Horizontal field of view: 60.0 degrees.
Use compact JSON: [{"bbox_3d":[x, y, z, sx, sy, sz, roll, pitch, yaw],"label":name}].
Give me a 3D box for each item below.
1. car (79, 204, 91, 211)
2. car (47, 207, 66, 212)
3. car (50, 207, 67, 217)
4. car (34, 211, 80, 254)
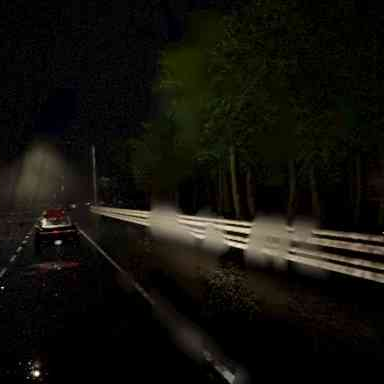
[{"bbox_3d":[-24.840,3.571,78.359,2.033,1.411,5.357,-3,-1,2],"label":"car"},{"bbox_3d":[-14.720,2.569,35.587,1.882,1.535,5.008,-2,-1,-23],"label":"car"},{"bbox_3d":[-21.680,3.171,54.233,1.994,1.385,4.181,-2,-1,-15],"label":"car"},{"bbox_3d":[-6.597,1.978,16.299,2.128,1.511,4.902,-2,-1,-23],"label":"car"}]
